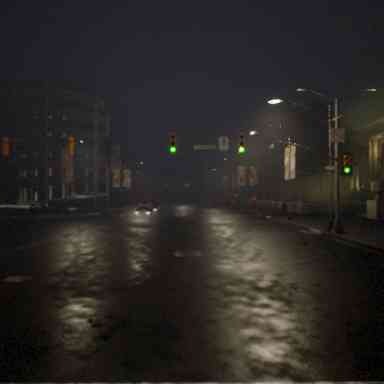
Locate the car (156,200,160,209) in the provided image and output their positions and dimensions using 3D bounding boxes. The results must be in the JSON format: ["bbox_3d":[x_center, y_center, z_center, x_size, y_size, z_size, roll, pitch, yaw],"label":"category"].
[{"bbox_3d":[-7.085,2.223,59.987,1.837,1.490,4.892,0,-1,0],"label":"car"}]

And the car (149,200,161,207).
[{"bbox_3d":[-7.883,2.384,70.564,2.033,1.411,5.357,0,-1,-10],"label":"car"}]

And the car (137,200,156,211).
[{"bbox_3d":[-7.087,2.083,50.532,1.882,1.535,5.008,0,-1,0],"label":"car"}]
